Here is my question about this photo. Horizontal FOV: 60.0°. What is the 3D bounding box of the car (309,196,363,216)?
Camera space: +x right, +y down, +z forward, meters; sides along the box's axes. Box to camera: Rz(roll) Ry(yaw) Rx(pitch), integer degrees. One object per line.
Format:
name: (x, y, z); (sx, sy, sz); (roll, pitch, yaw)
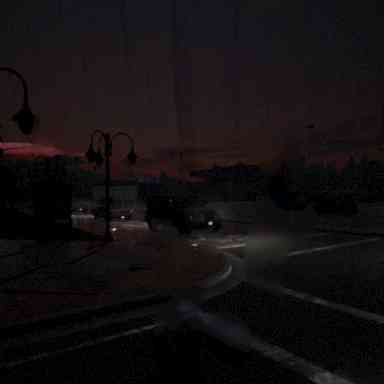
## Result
car: (12.958, 1.380, 30.150); (1.845, 1.501, 3.633); (0, 0, -36)

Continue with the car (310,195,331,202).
car: (28.234, 1.355, 73.132); (1.970, 1.475, 3.806); (0, 0, -36)

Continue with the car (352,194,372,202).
car: (33.186, 1.091, 66.248); (1.932, 1.855, 4.605); (0, 0, -36)

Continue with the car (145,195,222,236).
car: (-0.688, 1.234, 19.069); (2.150, 2.045, 5.566); (0, 0, -36)

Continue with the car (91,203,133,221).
car: (-6.577, 1.613, 27.164); (1.895, 1.301, 4.718); (0, 0, -36)

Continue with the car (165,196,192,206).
car: (-2.158, 1.346, 51.345); (2.007, 1.523, 4.514); (0, 0, -36)

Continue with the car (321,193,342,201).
car: (31.296, 1.070, 74.563); (1.905, 1.878, 3.866); (0, 0, -36)

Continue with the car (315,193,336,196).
car: (22.629, 1.296, 59.599); (2.007, 1.523, 4.514); (0, 0, -36)

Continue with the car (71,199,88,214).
car: (-12.658, 1.503, 35.559); (2.128, 1.511, 4.902); (0, 0, -36)

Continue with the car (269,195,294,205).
car: (14.466, 1.321, 53.834); (1.845, 1.501, 3.633); (0, 0, -36)

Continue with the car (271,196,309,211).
car: (11.079, 1.389, 37.923); (1.970, 1.475, 3.806); (0, 0, -36)

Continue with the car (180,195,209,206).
car: (0.366, 1.336, 53.209); (2.152, 1.636, 5.027); (0, 0, -36)
